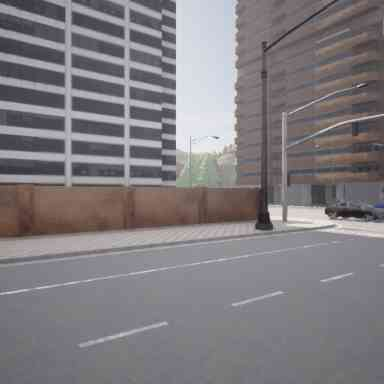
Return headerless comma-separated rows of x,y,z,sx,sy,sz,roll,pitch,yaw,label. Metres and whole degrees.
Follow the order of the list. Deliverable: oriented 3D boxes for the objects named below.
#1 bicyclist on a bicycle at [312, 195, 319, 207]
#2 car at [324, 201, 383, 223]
17.250,1.301,46.287,1.656,1.620,0.582,0,0,-36,bicyclist on a bicycle
12.821,1.492,25.968,2.128,1.511,4.902,0,0,-36,car
